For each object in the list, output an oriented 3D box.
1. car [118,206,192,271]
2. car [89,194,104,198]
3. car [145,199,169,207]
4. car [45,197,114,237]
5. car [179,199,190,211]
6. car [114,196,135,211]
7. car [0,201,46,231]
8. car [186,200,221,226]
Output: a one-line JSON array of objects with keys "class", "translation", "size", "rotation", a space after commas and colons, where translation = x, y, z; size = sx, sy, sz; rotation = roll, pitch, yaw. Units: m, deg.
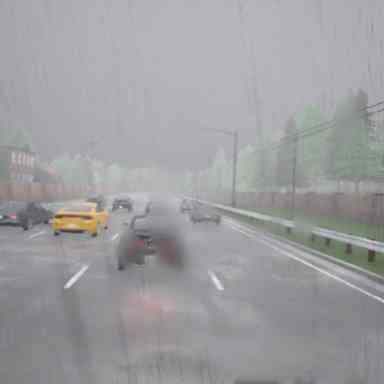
[{"class": "car", "translation": [-1.243, 1.447, 10.785], "size": [1.837, 1.490, 4.892], "rotation": [2, 0, -6]}, {"class": "car", "translation": [-11.038, 1.025, 38.574], "size": [1.837, 1.490, 4.892], "rotation": [2, 0, -6]}, {"class": "car", "translation": [-3.061, 1.348, 29.049], "size": [2.128, 1.511, 4.902], "rotation": [2, 0, -6]}, {"class": "car", "translation": [-5.327, 1.246, 16.515], "size": [1.882, 1.535, 5.008], "rotation": [2, 0, -6]}, {"class": "car", "translation": [-0.332, 1.515, 36.421], "size": [2.033, 1.411, 5.357], "rotation": [2, 0, -5]}, {"class": "car", "translation": [-7.135, 1.189, 34.668], "size": [1.837, 1.490, 4.892], "rotation": [2, 0, -6]}, {"class": "car", "translation": [-8.947, 1.165, 17.533], "size": [2.033, 1.411, 5.357], "rotation": [2, 0, -6]}, {"class": "car", "translation": [0.890, 1.588, 24.223], "size": [1.994, 1.385, 4.181], "rotation": [2, 0, -5]}]
